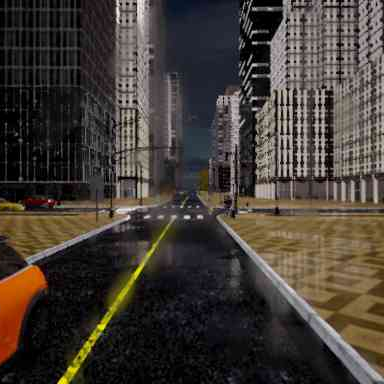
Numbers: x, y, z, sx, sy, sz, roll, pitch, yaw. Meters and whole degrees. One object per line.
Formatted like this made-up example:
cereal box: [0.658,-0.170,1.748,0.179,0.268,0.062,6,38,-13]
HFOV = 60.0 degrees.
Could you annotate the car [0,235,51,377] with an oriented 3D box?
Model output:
car: [-3.098,1.338,2.926,2.097,1.767,4.553,0,0,0]

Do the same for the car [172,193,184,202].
car: [-2.968,1.040,68.424,2.097,1.767,4.553,0,0,0]

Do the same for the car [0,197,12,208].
car: [-24.860,1.254,40.846,4.403,1.369,2.008,0,0,-1]

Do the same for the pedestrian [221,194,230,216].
pedestrian: [2.657,1.020,26.680,0.375,1.860,0.375,0,0,0]

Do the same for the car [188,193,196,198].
car: [0.051,0.921,93.582,2.128,1.511,4.902,0,0,0]

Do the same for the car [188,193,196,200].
car: [0.045,1.146,83.162,2.033,1.411,5.357,0,0,0]

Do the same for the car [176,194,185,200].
car: [-2.955,1.146,83.873,2.033,1.411,5.357,0,0,0]

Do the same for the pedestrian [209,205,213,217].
pedestrian: [1.653,1.547,27.882,0.500,1.100,0.500,0,0,0]

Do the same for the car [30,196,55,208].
car: [-19.183,1.176,40.966,4.097,1.590,1.967,0,0,-1]

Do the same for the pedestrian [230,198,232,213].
pedestrian: [3.013,1.015,27.279,0.375,1.860,0.375,0,0,0]

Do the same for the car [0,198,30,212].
car: [-18.877,1.270,32.330,4.829,1.417,1.752,0,0,-1]
